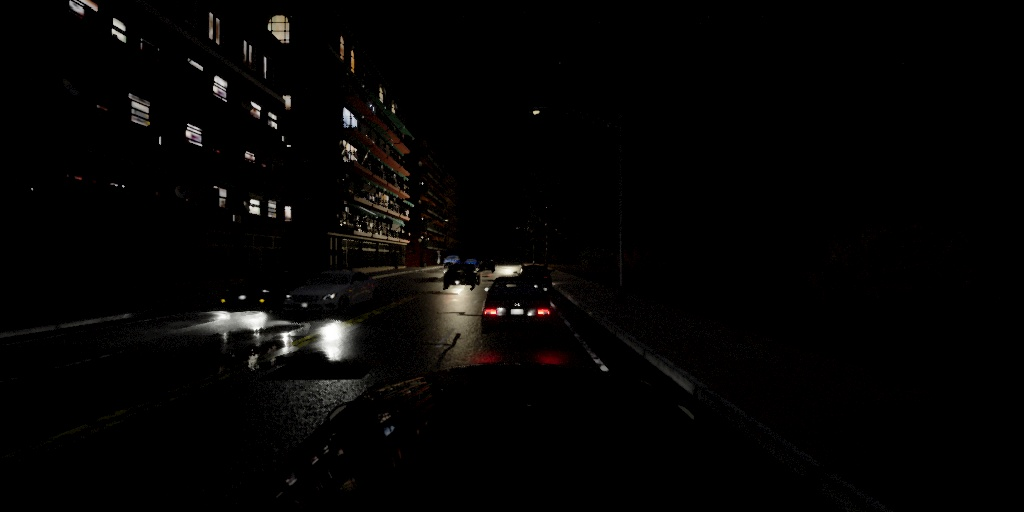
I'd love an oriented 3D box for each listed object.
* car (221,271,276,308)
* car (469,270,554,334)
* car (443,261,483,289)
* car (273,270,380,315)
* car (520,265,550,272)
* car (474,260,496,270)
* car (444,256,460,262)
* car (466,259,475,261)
[{"bbox_3d":[-9.826,1.315,15.055,1.994,1.385,4.181,0,0,0],"label":"car"},{"bbox_3d":[0.117,1.299,10.568,2.033,1.411,5.357,0,0,0],"label":"car"},{"bbox_3d":[-3.112,1.255,22.807,1.837,1.490,4.892,0,0,0],"label":"car"},{"bbox_3d":[-6.577,1.277,13.698,1.812,1.442,4.674,0,0,0],"label":"car"},{"bbox_3d":[1.171,1.257,20.257,1.837,1.490,4.892,0,0,0],"label":"car"},{"bbox_3d":[-3.073,1.241,44.719,2.128,1.511,4.902,0,0,0],"label":"car"},{"bbox_3d":[-9.725,0.973,58.477,2.150,2.045,5.566,0,0,0],"label":"car"},{"bbox_3d":[-6.483,1.227,56.831,1.882,1.535,5.008,0,0,0],"label":"car"}]
